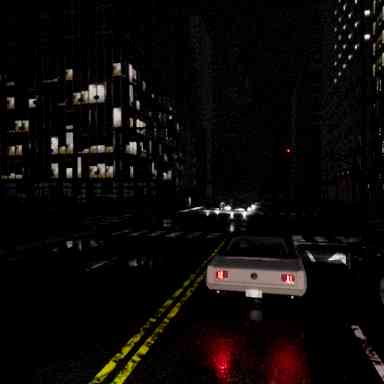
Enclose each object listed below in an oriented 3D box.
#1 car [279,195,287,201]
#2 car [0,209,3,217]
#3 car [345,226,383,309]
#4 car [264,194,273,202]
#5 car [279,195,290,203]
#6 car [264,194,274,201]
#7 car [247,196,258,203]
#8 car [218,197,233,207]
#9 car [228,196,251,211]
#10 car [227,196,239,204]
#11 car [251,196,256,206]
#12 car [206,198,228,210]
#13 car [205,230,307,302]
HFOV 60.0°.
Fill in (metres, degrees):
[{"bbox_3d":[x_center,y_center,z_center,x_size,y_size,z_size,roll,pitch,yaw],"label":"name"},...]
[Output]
[{"bbox_3d":[21.811,1.352,79.818,1.895,1.301,4.718,0,0,13],"label":"car"},{"bbox_3d":[-17.348,1.434,26.651,4.313,1.339,1.947,1,1,14],"label":"car"},{"bbox_3d":[4.825,1.501,7.437,1.837,1.490,4.892,0,0,13],"label":"car"},{"bbox_3d":[16.363,1.527,70.826,1.895,1.301,4.718,0,0,13],"label":"car"},{"bbox_3d":[19.425,1.471,69.647,2.033,1.411,5.357,0,0,13],"label":"car"},{"bbox_3d":[18.640,1.283,80.532,2.128,1.511,4.902,0,0,13],"label":"car"},{"bbox_3d":[12.768,1.483,69.735,2.033,1.411,5.357,0,0,13],"label":"car"},{"bbox_3d":[5.412,1.565,53.037,1.895,1.301,4.718,0,0,13],"label":"car"},{"bbox_3d":[5.861,1.502,40.728,1.812,1.442,4.674,0,0,13],"label":"car"},{"bbox_3d":[7.836,1.457,63.167,1.837,1.490,4.892,0,0,14],"label":"car"},{"bbox_3d":[7.974,1.458,49.731,2.128,1.511,4.902,0,0,13],"label":"car"},{"bbox_3d":[3.091,1.522,43.168,2.033,1.411,5.357,0,0,13],"label":"car"},{"bbox_3d":[1.695,1.597,8.337,1.895,1.301,4.718,0,0,14],"label":"car"}]
